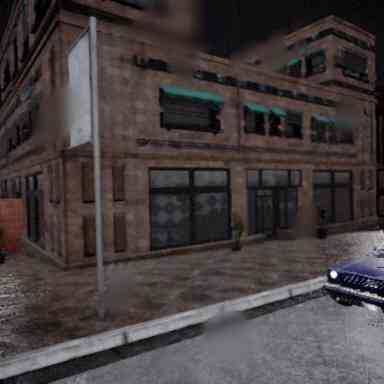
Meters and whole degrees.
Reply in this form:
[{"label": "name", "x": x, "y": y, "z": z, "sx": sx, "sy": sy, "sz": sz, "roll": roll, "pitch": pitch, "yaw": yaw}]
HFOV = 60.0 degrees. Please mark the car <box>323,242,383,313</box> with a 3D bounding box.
[{"label": "car", "x": 4.769, "y": 1.597, "z": 6.782, "sx": 4.718, "sy": 1.301, "sz": 1.895, "roll": 0, "pitch": 0, "yaw": -36}]
